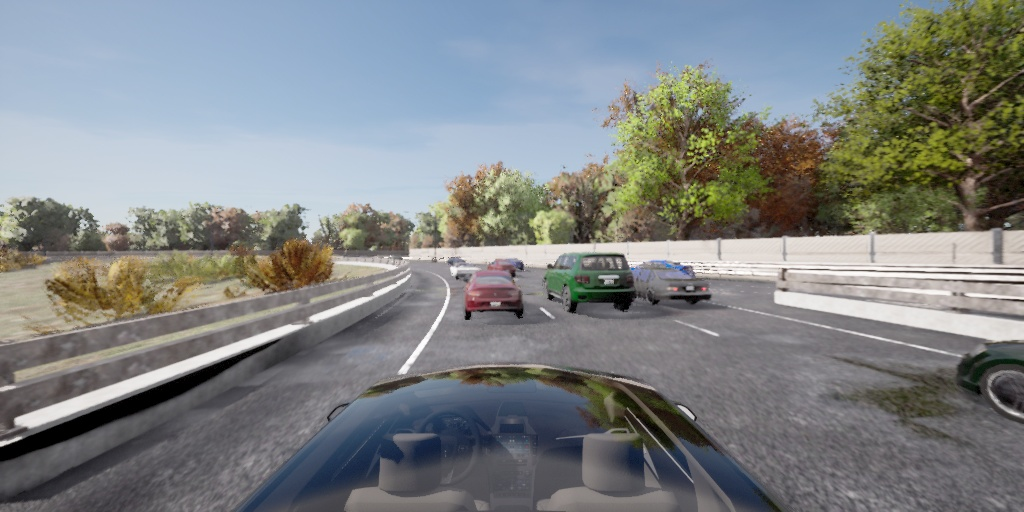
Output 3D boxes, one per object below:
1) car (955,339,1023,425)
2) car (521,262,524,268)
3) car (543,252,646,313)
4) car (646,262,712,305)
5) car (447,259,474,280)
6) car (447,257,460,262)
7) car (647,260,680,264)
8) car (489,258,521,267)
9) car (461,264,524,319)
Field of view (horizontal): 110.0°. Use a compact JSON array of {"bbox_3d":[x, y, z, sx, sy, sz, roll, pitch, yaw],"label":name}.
[{"bbox_3d":[6.896,1.277,2.950,1.994,1.385,4.181,0,0,-1],"label":"car"},{"bbox_3d":[-0.223,0.968,41.428,1.812,1.442,4.674,-1,0,-26],"label":"car"},{"bbox_3d":[2.697,0.869,13.743,2.150,2.045,5.566,0,0,-6],"label":"car"},{"bbox_3d":[6.025,1.169,15.178,2.033,1.411,5.357,0,0,-6],"label":"car"},{"bbox_3d":[-3.902,1.156,29.192,1.895,1.301,4.718,0,0,-15],"label":"car"},{"bbox_3d":[-9.241,0.907,58.961,1.994,1.385,4.181,0,0,-31],"label":"car"},{"bbox_3d":[9.723,1.015,24.343,1.882,1.535,5.008,-1,1,-34],"label":"car"},{"bbox_3d":[-0.991,1.050,31.651,1.812,1.442,4.674,0,0,-16],"label":"car"},{"bbox_3d":[-0.710,1.196,12.445,1.812,1.442,4.674,0,0,-6],"label":"car"}]
